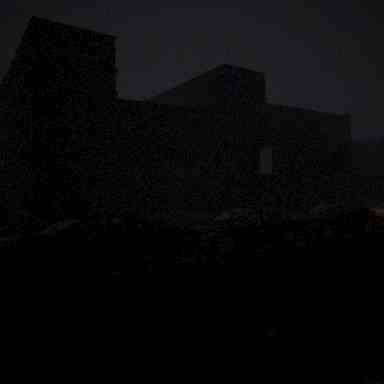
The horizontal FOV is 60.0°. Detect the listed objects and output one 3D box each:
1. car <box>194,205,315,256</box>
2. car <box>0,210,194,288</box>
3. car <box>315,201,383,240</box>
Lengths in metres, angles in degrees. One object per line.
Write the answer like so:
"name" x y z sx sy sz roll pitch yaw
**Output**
"car" 1.828 1.251 11.934 4.892 1.521 2.231 -1 1 -33
"car" -2.678 1.274 8.708 5.008 1.535 2.097 0 0 -33
"car" 6.345 1.206 15.168 5.008 1.535 2.097 0 0 -33
